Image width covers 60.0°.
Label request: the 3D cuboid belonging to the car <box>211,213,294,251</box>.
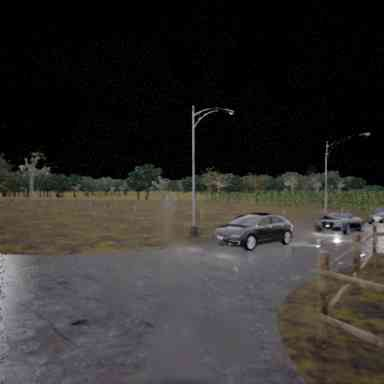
[{"bbox_3d":[2.964,1.762,15.662,4.892,1.490,1.837,2,0,-43],"label":"car"}]

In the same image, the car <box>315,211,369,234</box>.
[{"bbox_3d":[10.080,2.018,22.633,4.181,1.385,1.994,2,0,-44],"label":"car"}]

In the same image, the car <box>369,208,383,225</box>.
[{"bbox_3d":[17.364,2.168,29.802,4.902,1.511,2.128,2,-1,-45],"label":"car"}]
